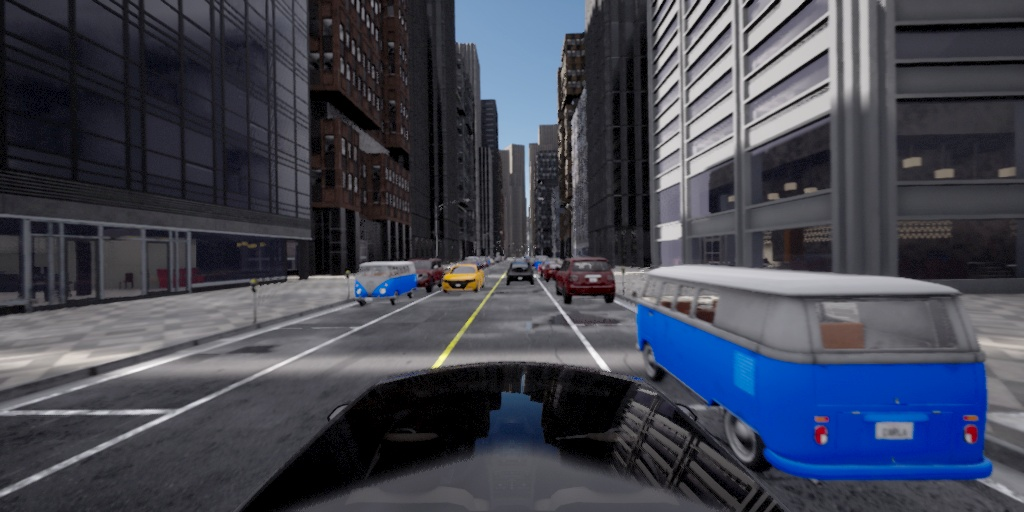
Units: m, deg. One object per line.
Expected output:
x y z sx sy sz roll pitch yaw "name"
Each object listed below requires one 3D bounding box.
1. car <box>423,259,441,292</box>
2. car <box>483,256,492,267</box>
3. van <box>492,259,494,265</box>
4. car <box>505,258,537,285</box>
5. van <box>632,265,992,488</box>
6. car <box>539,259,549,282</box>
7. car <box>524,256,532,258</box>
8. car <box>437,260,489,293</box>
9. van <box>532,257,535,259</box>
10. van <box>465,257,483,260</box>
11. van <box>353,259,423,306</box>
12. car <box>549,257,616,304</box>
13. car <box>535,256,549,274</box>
-5.333 1.083 21.467 2.192 1.841 5.009 0 0 1 "car"
-4.660 1.086 55.117 1.967 1.591 4.097 0 0 1 "car"
-4.548 0.967 60.725 1.690 1.789 3.998 0 0 1 "van"
0.582 1.165 25.370 1.837 1.490 4.892 -1 0 2 "car"
2.853 1.035 4.482 1.690 1.789 3.998 0 0 1 "van"
3.302 1.155 26.914 1.888 1.381 4.507 0 0 1 "car"
0.958 1.083 43.942 2.128 1.511 4.902 -1 0 1 "car"
-2.681 1.206 20.705 1.882 1.535 5.008 -1 0 1 "car"
3.638 0.890 43.737 1.690 1.789 3.998 0 0 1 "van"
-4.884 1.028 43.900 1.690 1.789 3.998 0 0 1 "van"
-5.445 1.130 15.858 1.690 1.789 3.998 0 0 1 "van"
3.077 0.966 15.698 2.192 1.841 5.009 0 0 1 "car"
3.414 1.030 32.521 1.967 1.591 4.097 0 0 1 "car"
